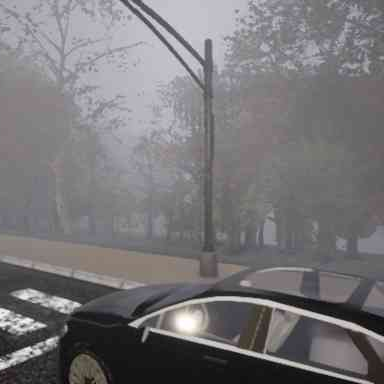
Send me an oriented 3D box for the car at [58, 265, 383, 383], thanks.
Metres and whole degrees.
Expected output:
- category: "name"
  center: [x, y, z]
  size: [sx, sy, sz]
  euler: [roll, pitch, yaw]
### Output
- category: "car"
  center: [0.703, 1.505, 3.178]
  size: [4.902, 1.511, 2.128]
  euler: [-1, 0, 35]
